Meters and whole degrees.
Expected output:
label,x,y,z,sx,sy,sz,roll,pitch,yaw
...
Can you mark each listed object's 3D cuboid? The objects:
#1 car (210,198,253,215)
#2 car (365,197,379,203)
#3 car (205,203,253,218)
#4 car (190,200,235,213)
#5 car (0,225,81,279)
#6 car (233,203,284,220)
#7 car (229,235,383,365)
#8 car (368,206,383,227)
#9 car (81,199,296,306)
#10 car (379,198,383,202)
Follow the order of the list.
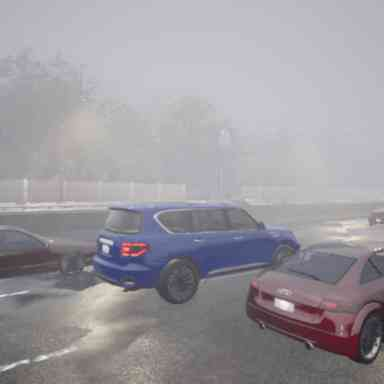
label,x,y,z,sx,sy,sz,roll,pitch,yaw
car,4.530,1.550,37.852,4.553,1.767,2.097,0,0,-36
car,35.886,1.845,65.283,4.892,1.490,1.837,0,0,-36
car,3.687,1.772,32.881,4.718,1.301,1.895,0,0,-36
car,2.557,1.762,40.747,5.357,1.411,2.033,0,0,-36
car,-5.091,1.600,8.726,5.357,1.411,2.033,0,0,-36
car,6.081,1.757,30.297,4.718,1.301,1.895,0,0,-36
car,2.935,1.594,5.957,4.181,1.385,1.994,0,0,-36
car,13.788,1.635,22.693,4.674,1.442,1.812,0,0,-36
car,0.389,1.267,8.429,5.566,2.045,2.150,0,0,-36
car,37.944,1.553,62.453,5.566,2.045,2.150,0,0,-36
